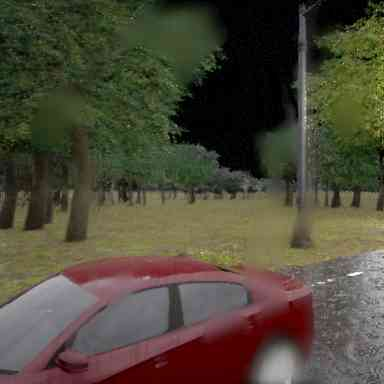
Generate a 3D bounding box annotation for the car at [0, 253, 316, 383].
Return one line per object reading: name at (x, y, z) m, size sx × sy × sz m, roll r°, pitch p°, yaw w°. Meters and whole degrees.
car at (-0.806, 1.482, 3.418) m, size 5.008 × 1.535 × 1.882 m, roll 0°, pitch 0°, yaw -35°
